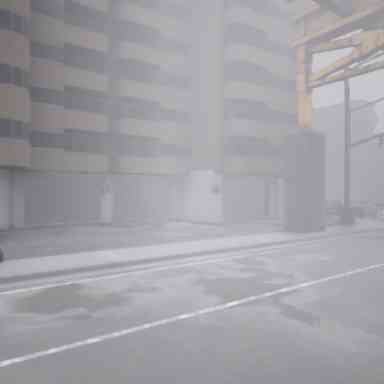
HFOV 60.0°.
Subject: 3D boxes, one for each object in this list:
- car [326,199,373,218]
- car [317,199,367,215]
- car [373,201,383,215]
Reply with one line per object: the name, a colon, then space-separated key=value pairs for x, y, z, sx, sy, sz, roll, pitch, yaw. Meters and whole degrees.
car: x=13.488 y=1.450 z=30.174 sx=2.038 sy=1.542 sz=4.974 roll=0 pitch=0 yaw=-11
car: x=13.478 y=1.292 z=30.225 sx=1.853 sy=1.218 sz=4.536 roll=0 pitch=0 yaw=-11
car: x=17.021 y=1.292 z=32.352 sx=4.536 sy=1.218 sz=1.853 roll=0 pitch=0 yaw=34
